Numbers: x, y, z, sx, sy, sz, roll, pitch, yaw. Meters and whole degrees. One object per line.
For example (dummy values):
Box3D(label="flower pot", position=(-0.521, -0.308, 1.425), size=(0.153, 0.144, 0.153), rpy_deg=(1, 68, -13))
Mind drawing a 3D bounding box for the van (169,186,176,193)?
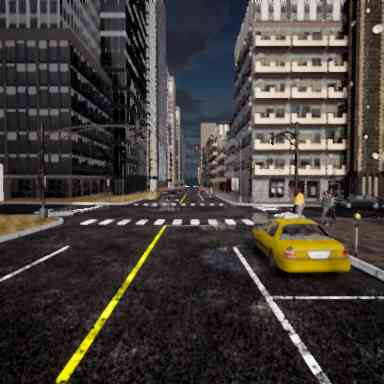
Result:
Box3D(label="van", position=(-5.530, -0.700, 92.702), size=(1.690, 1.788, 3.998), rpy_deg=(-1, 1, 0))

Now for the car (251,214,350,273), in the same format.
Box3D(label="car", position=(2.825, 1.308, 9.689), size=(1.752, 1.417, 4.829), rpy_deg=(-1, 1, 0))

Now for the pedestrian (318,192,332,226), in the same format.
Box3D(label="pedestrian", position=(7.098, 0.909, 17.828), size=(0.375, 1.860, 0.375), rpy_deg=(-1, 2, 0))

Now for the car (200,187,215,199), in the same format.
Box3D(label="car", position=(2.778, 0.377, 53.118), size=(2.008, 1.369, 4.403), rpy_deg=(-1, 1, 0))

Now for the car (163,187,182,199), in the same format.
Box3D(label="car", position=(-2.973, 0.353, 52.131), size=(1.837, 1.490, 4.892), rpy_deg=(0, 1, 0))

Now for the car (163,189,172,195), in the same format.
Box3D(label="car", position=(-5.558, -0.087, 75.747), size=(1.802, 1.307, 4.206), rpy_deg=(-1, 1, 0))

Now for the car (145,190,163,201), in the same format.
Box3D(label="car", position=(-5.613, 0.480, 47.311), size=(1.752, 1.417, 4.829), rpy_deg=(-1, 1, 0))

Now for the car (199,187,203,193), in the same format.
Box3D(label="car", position=(2.841, -0.477, 87.036), size=(1.967, 1.590, 4.097), rpy_deg=(-1, 1, 0))

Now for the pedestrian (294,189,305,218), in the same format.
Box3D(label="pedestrian", position=(6.156, 0.728, 19.024), size=(0.375, 1.860, 0.375), rpy_deg=(-1, 2, 0))

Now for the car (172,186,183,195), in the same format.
Box3D(label="car", position=(-2.875, 0.024, 68.064), size=(1.812, 1.442, 4.674), rpy_deg=(0, 2, 0))

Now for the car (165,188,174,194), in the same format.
Box3D(label="car", position=(-5.548, -0.248, 81.400), size=(1.887, 1.381, 4.507), rpy_deg=(-1, 1, 0))

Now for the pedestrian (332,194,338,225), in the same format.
Box3D(label="pedestrian", position=(7.672, 0.913, 18.427), size=(0.375, 1.860, 0.375), rpy_deg=(-1, 2, 0))

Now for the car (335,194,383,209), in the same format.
Box3D(label="car", position=(16.376, 0.908, 32.623), size=(4.403, 1.369, 2.008), rpy_deg=(0, 2, 1))
